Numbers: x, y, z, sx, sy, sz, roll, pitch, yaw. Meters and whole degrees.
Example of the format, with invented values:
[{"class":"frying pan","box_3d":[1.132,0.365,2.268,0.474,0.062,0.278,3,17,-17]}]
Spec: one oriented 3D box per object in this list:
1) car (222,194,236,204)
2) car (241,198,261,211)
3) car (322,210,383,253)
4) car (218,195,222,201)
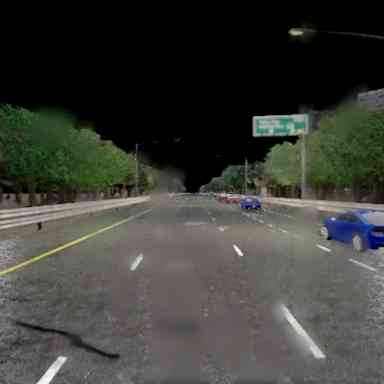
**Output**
[{"class":"car","box_3d":[7.140,1.476,62.134,1.812,1.442,4.674,0,0,0]},{"class":"car","box_3d":[7.079,1.466,40.301,1.882,1.535,5.008,0,0,0]},{"class":"car","box_3d":[7.010,1.491,13.638,1.882,1.535,5.008,0,0,0]},{"class":"car","box_3d":[7.188,1.413,78.114,1.882,1.535,5.008,0,0,0]}]
